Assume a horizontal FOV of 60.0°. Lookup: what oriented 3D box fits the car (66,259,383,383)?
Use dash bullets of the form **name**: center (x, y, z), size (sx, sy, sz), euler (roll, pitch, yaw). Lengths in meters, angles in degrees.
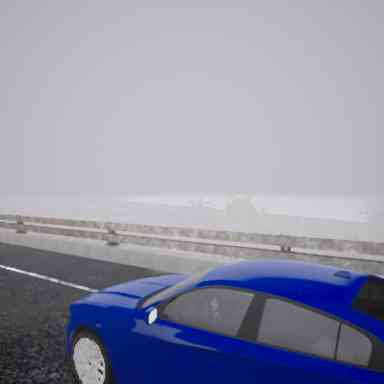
- **car**: center (0.702, 1.483, 3.502), size (5.008, 1.535, 1.882), euler (0, 0, 36)
